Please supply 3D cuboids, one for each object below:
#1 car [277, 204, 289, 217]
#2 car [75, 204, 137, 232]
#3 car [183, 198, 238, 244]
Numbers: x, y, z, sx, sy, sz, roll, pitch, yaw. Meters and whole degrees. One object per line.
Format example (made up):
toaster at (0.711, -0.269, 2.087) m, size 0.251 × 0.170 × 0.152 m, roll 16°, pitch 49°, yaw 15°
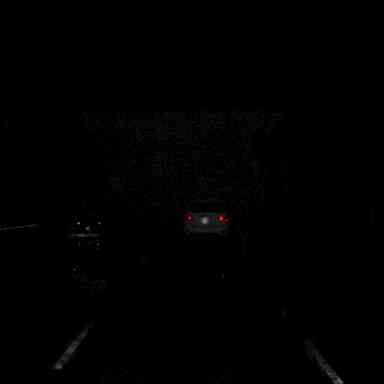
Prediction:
car at (10.507, 1.756, 32.464) m, size 4.674 × 1.442 × 1.812 m, roll 0°, pitch -1°, yaw -25°
car at (-5.307, 1.700, 21.475) m, size 2.033 × 1.411 × 5.357 m, roll 0°, pitch 0°, yaw 14°
car at (1.053, 1.337, 16.864) m, size 2.150 × 2.045 × 5.566 m, roll 0°, pitch -1°, yaw 11°
